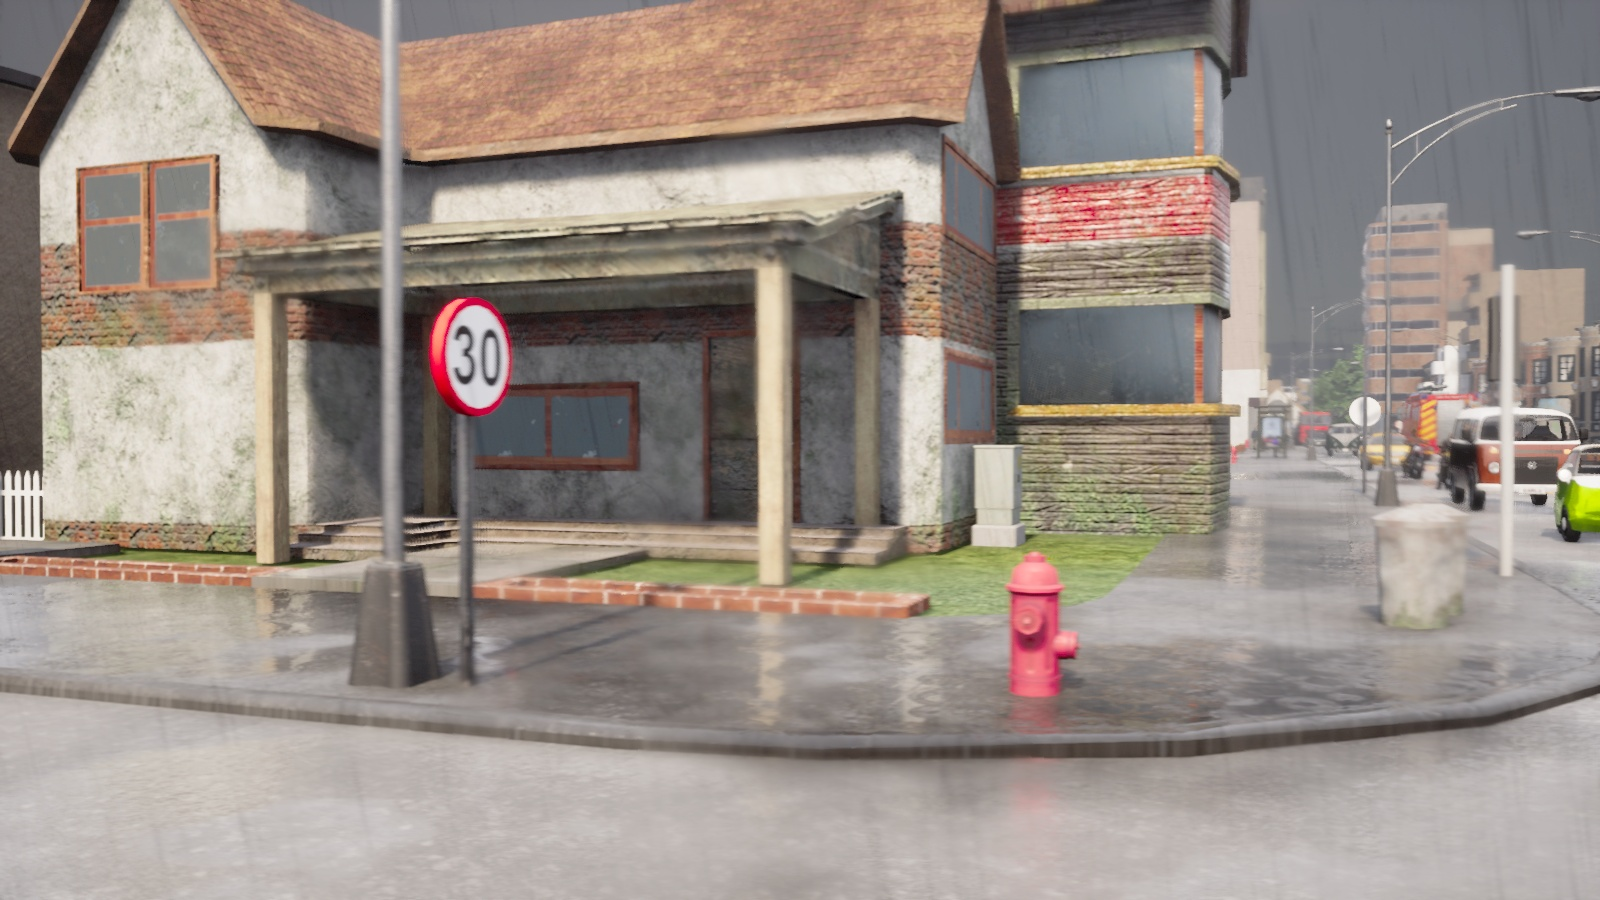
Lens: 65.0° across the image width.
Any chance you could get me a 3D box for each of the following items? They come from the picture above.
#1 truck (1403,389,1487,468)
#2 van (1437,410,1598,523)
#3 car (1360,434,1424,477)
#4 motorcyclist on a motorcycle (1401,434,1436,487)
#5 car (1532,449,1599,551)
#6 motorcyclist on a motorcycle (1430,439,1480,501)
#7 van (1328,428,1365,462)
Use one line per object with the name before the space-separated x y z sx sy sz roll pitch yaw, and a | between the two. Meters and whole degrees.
truck | 33.404 -1.103 65.322 2.891 3.827 8.468 1 1 20
van | 14.214 0.263 25.147 2.069 2.038 4.480 1 1 20
car | 23.147 0.181 49.213 1.801 1.575 5.366 1 1 20
motorcyclist on a motorcycle | 19.866 0.301 40.376 0.766 1.649 2.350 1 1 20
car | 11.568 0.682 18.019 1.481 1.376 2.207 1 1 20
motorcyclist on a motorcycle | 16.953 0.483 32.530 0.866 1.530 2.191 1 1 20
van | 33.349 -0.346 76.692 1.775 1.987 4.442 1 1 20
